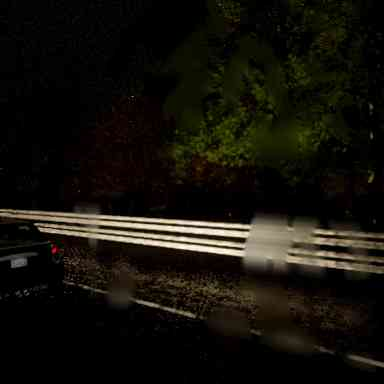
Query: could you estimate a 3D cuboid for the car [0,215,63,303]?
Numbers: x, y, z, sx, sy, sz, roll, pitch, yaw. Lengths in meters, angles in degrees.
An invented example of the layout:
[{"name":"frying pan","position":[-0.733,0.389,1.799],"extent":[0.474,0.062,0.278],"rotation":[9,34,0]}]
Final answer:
[{"name":"car","position":[-4.944,1.332,7.382],"extent":[4.553,1.767,2.097],"rotation":[0,0,35]}]
